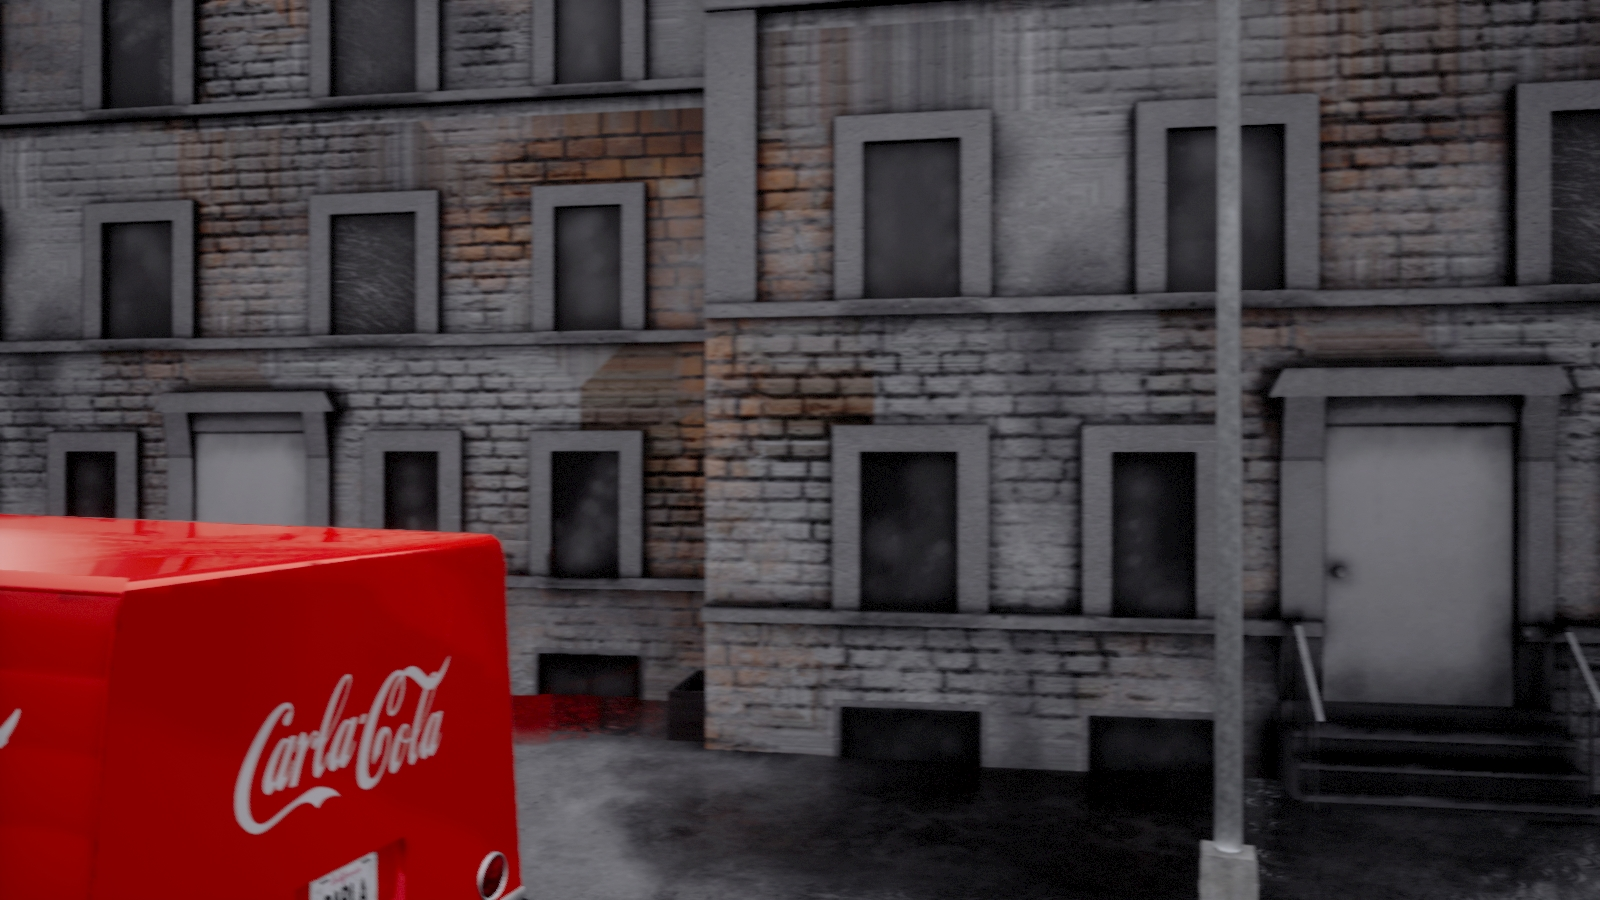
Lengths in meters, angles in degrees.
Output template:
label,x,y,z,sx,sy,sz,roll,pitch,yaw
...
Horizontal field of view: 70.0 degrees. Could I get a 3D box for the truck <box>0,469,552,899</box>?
label,x,y,z,sx,sy,sz,roll,pitch,yaw
truck,-4.094,1.349,5.146,5.204,2.467,2.627,0,0,19
